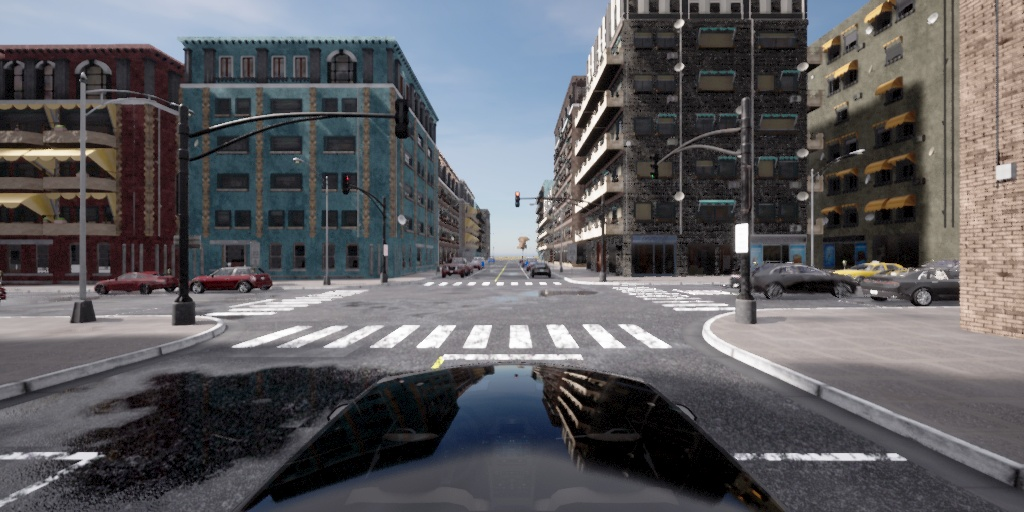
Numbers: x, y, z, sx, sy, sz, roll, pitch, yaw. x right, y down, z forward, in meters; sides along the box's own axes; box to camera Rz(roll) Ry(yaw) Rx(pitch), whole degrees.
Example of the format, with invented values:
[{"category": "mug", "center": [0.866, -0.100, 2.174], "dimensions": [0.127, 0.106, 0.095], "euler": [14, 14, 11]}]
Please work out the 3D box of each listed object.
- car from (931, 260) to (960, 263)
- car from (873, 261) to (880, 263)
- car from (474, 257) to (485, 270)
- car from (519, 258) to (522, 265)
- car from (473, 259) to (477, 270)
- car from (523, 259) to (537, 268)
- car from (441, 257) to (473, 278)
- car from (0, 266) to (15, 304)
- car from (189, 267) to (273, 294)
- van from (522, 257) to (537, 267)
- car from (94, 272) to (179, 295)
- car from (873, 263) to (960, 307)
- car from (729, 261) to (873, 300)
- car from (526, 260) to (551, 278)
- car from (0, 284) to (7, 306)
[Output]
[{"category": "car", "center": [22.952, 0.936, 18.641], "dimensions": [4.902, 1.511, 2.128], "euler": [-1, 0, 1]}, {"category": "car", "center": [21.177, 0.994, 21.123], "dimensions": [4.829, 1.417, 1.751], "euler": [0, 0, 1]}, {"category": "car", "center": [-5.202, 1.269, 50.295], "dimensions": [1.888, 1.381, 4.507], "euler": [0, 0, 0]}, {"category": "car", "center": [2.705, 1.154, 61.381], "dimensions": [1.967, 1.591, 4.097], "euler": [0, 0, 0]}, {"category": "car", "center": [-5.229, 1.278, 39.191], "dimensions": [1.888, 1.381, 4.507], "euler": [0, 0, 0]}, {"category": "car", "center": [2.665, 1.311, 44.725], "dimensions": [1.802, 1.307, 4.207], "euler": [0, 0, 0]}, {"category": "car", "center": [-5.242, 1.051, 33.639], "dimensions": [2.192, 1.841, 5.009], "euler": [0, 0, 0]}, {"category": "car", "center": [-26.137, 1.402, 16.188], "dimensions": [4.553, 1.767, 2.097], "euler": [-1, 0, 1]}, {"category": "car", "center": [-16.861, 1.383, 21.515], "dimensions": [4.097, 1.591, 1.967], "euler": [0, 0, 1]}, {"category": "van", "center": [2.678, 1.065, 50.277], "dimensions": [1.690, 1.789, 3.998], "euler": [0, 0, 0]}, {"category": "car", "center": [-22.410, 1.593, 21.567], "dimensions": [4.207, 1.307, 1.802], "euler": [0, 0, 1]}, {"category": "car", "center": [15.627, 1.079, 13.298], "dimensions": [4.403, 1.370, 2.007], "euler": [0, 0, 1]}, {"category": "car", "center": [12.281, 1.065, 15.793], "dimensions": [4.902, 1.511, 2.128], "euler": [-1, 0, 0]}, {"category": "car", "center": [2.638, 1.302, 33.621], "dimensions": [1.948, 1.339, 4.313], "euler": [0, 0, 0]}, {"category": "car", "center": [-22.467, 1.440, 13.682], "dimensions": [4.097, 1.591, 1.967], "euler": [0, 0, 1]}]
